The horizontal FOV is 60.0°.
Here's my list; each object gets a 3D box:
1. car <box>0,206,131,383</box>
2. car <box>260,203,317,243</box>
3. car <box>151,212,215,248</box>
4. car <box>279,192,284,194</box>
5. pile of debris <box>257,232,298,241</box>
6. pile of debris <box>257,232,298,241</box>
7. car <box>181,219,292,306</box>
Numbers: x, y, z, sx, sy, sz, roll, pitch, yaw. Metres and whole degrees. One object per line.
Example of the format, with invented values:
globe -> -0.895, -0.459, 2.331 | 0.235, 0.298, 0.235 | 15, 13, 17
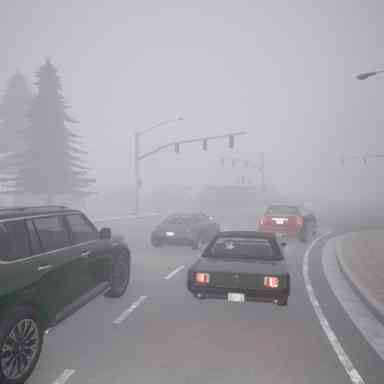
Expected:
car -> -2.789, 1.222, 5.493 | 2.150, 2.045, 5.566 | 0, 0, 8
car -> 4.801, 1.324, 16.378 | 2.097, 1.767, 4.553 | 0, 0, 27
car -> -0.128, 1.548, 14.457 | 1.994, 1.385, 4.181 | 0, 0, 20
car -> 24.746, 1.052, 92.188 | 4.605, 1.855, 1.932 | 0, 0, 40
pile of debris -> 4.180, 2.149, 16.134 | 1.500, 0.140, 1.860 | 0, 0, 29
pile of debris -> 4.180, 2.149, 16.134 | 1.500, 0.140, 1.860 | 0, 0, 29
car -> 1.327, 1.590, 8.097 | 1.895, 1.301, 4.718 | 0, 0, 14
